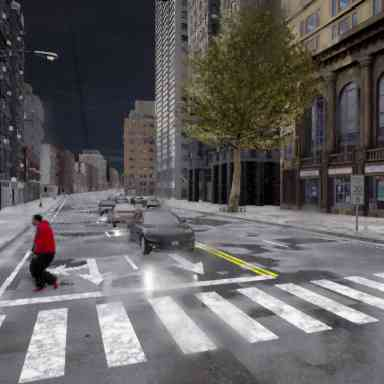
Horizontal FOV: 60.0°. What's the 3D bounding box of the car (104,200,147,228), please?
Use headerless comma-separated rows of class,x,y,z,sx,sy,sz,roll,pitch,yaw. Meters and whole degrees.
car,-4.597,1.494,22.452,1.812,1.442,4.674,0,0,-20

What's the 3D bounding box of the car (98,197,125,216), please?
car,-8.180,1.486,32.434,2.033,1.411,5.357,0,0,-19

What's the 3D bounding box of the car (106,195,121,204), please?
car,-13.868,1.361,58.379,2.033,1.411,5.357,0,0,-19

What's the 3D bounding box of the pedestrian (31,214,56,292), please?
pedestrian,-3.295,1.287,7.388,0.375,1.860,0.375,-1,1,-20

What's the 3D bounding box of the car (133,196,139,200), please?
car,-8.857,1.334,53.767,2.128,1.511,4.902,0,0,-20

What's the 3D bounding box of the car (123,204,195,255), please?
car,-1.418,1.462,13.613,1.882,1.535,5.008,0,0,-20

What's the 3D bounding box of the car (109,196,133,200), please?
car,-10.497,1.357,49.020,2.128,1.511,4.902,0,0,-20

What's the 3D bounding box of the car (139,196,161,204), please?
car,-5.415,1.456,44.369,1.994,1.385,4.181,0,0,-19
